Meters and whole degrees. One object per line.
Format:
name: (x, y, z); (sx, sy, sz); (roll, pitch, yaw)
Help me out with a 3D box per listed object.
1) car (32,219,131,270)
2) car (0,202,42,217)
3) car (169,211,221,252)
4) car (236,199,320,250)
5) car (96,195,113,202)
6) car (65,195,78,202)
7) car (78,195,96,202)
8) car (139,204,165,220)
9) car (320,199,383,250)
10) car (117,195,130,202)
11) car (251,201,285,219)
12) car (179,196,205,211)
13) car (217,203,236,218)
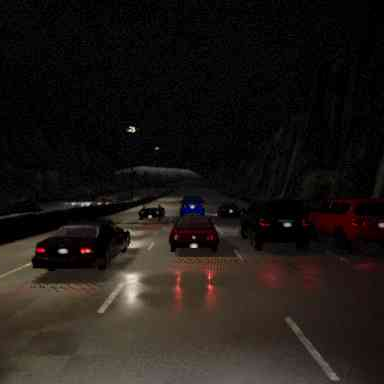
car: (-3.426, 1.641, 11.330); (2.033, 1.411, 5.357); (0, 0, 0)
car: (-14.153, 1.655, 27.417); (1.837, 1.490, 4.892); (0, 0, 0)
car: (0.069, 1.711, 14.498); (1.895, 1.301, 4.718); (0, 0, 0)
car: (3.569, 1.333, 15.120); (2.150, 2.045, 5.566); (0, 0, 0)
car: (-17.641, 1.311, 68.688); (1.882, 1.535, 5.008); (0, 1, 0)
car: (-24.641, 1.361, 68.674); (1.812, 1.442, 4.674); (0, 1, 0)
car: (-21.141, 1.360, 68.681); (2.128, 1.511, 4.902); (0, 1, 0)
car: (-3.462, 1.745, 29.665); (1.895, 1.301, 4.718); (0, 0, 0)
car: (7.069, 1.331, 15.036); (2.150, 2.045, 5.566); (0, 0, 0)
car: (-14.141, 1.384, 68.696); (1.994, 1.385, 4.181); (0, 1, 0)
car: (7.034, 1.629, 31.413); (2.128, 1.511, 4.902); (0, 0, 0)
car: (0.037, 1.363, 30.596); (2.150, 2.045, 5.566); (0, 0, 0)
car: (3.533, 1.702, 32.023); (1.994, 1.385, 4.181); (0, 0, 0)
